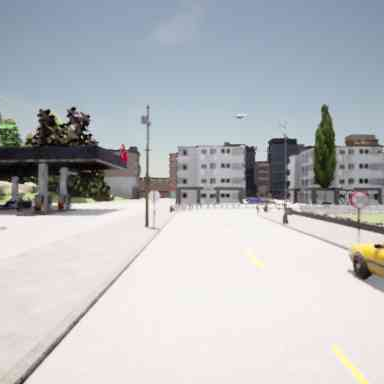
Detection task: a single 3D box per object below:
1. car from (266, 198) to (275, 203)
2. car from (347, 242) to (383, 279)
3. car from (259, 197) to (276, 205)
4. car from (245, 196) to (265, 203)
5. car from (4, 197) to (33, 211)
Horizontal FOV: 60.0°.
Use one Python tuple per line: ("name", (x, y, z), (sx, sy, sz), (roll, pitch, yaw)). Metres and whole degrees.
("car", (15.806, 1.784, 69.662), (1.853, 1.218, 4.536), (0, 0, 31))
("car", (5.251, 1.514, 7.202), (1.801, 1.575, 5.366), (0, 0, 1))
("car", (15.831, 1.942, 69.706), (2.038, 1.542, 4.974), (0, 0, 31))
("car", (13.040, 1.676, 70.080), (3.633, 1.501, 1.845), (0, 0, 12))
("car", (-19.548, 1.326, 37.461), (1.845, 1.501, 3.633), (0, 0, 1))
